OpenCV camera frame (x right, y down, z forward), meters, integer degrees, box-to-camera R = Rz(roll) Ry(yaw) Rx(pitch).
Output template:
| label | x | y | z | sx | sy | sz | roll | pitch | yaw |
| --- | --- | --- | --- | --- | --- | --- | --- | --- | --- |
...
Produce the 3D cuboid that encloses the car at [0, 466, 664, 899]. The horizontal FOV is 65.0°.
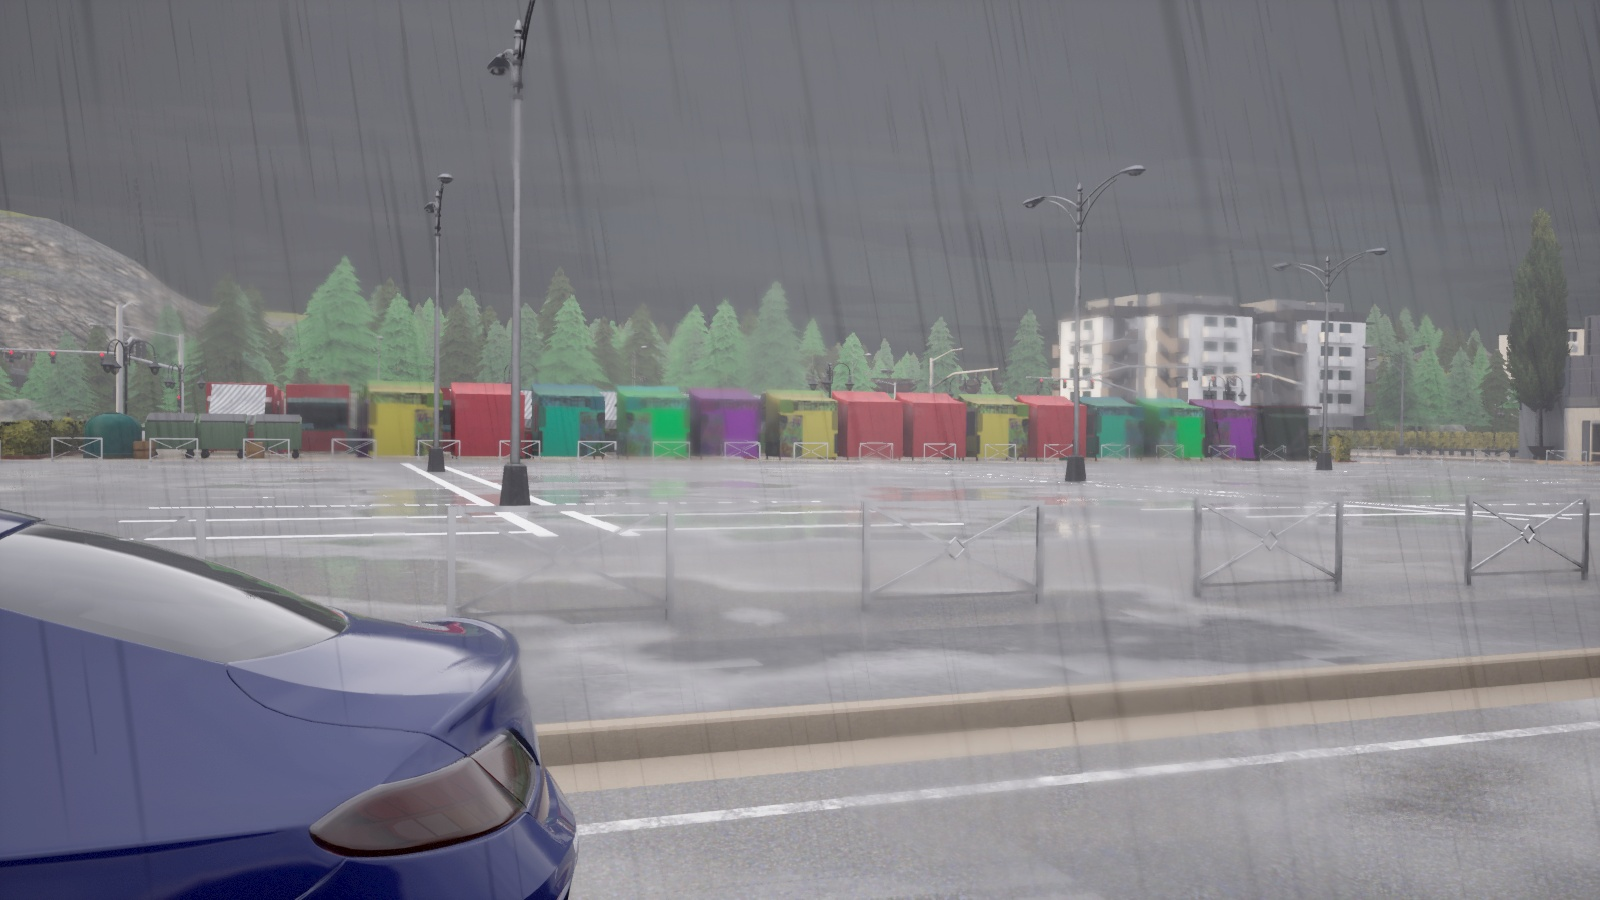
| label | x | y | z | sx | sy | sz | roll | pitch | yaw |
| --- | --- | --- | --- | --- | --- | --- | --- | --- | --- |
| car | -2.743 | 0.818 | 2.198 | 4.674 | 1.442 | 1.812 | -1 | 1 | -21 |
